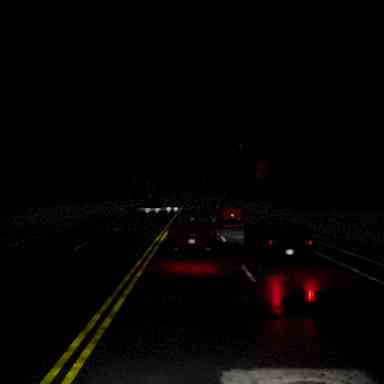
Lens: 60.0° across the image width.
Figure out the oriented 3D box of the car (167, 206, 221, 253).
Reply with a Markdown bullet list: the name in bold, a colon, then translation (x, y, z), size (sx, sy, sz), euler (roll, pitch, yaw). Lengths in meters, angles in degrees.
- **car**: translation (0.019, 1.606, 14.259), size (1.882, 1.535, 5.008), euler (0, 0, 1)

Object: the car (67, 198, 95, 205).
- **car**: translation (-24.795, 2.283, 74.347), size (4.313, 1.339, 1.947), euler (0, 1, 0)

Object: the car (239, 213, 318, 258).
- **car**: translation (3.258, 1.722, 13.257), size (1.895, 1.301, 4.718), euler (0, 0, 0)

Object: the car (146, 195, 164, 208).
- **car**: translation (-6.615, 1.689, 57.582), size (2.150, 2.045, 5.566), euler (0, 0, 0)

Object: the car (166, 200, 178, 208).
- **car**: translation (-3.362, 2.018, 58.153), size (2.033, 1.411, 5.357), euler (0, 0, 0)

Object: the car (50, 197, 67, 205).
- **car**: translation (-30.222, 2.051, 74.336), size (5.009, 1.841, 2.192), euler (0, 1, 0)

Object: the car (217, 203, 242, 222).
- **car**: translation (3.255, 1.733, 29.252), size (1.882, 1.535, 5.008), euler (0, 0, 0)

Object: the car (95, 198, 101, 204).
- **car**: translation (-24.806, 2.095, 82.870), size (4.097, 1.590, 1.967), euler (0, 1, 0)

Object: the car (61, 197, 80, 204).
- **car**: translation (-30.231, 2.114, 82.862), size (4.097, 1.590, 1.967), euler (0, 1, 0)

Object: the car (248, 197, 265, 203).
- **car**: translation (16.603, 2.016, 86.037), size (4.097, 1.590, 1.967), euler (0, 0, 0)

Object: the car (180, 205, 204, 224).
- **car**: translation (-0.005, 1.848, 28.245), size (1.895, 1.301, 4.718), euler (0, 0, 0)
